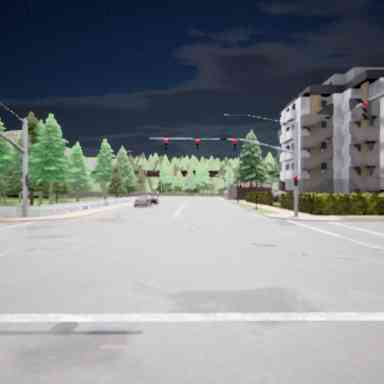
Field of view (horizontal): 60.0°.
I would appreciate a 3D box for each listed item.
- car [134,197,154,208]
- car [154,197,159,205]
[{"bbox_3d":[-6.751,1.415,45.489,1.812,1.442,4.674,0,0,1],"label":"car"},{"bbox_3d":[-6.569,1.466,55.339,1.895,1.301,4.718,0,0,-1],"label":"car"}]
